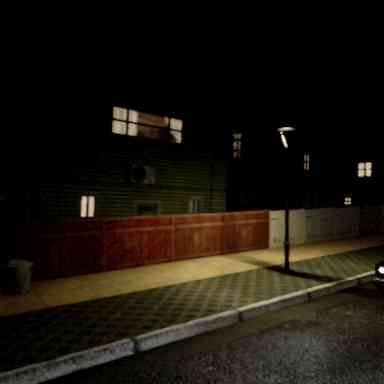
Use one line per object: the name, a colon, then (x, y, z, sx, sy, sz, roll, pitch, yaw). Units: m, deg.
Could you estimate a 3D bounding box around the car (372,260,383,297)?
car: (5.867, 1.611, 7.136, 4.718, 1.301, 1.895, 0, 0, -36)
